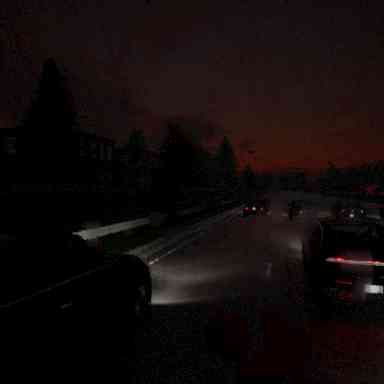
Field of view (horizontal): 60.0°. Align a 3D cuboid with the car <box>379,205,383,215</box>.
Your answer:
[{"bbox_3d":[15.328,1.201,24.275,2.097,1.767,4.553,0,0,15],"label":"car"}]

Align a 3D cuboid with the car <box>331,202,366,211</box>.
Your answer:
[{"bbox_3d":[12.316,1.424,26.560,1.895,1.301,4.718,0,0,15],"label":"car"}]

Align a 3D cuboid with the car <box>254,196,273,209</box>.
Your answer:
[{"bbox_3d":[8.842,1.266,40.932,1.994,1.385,4.181,0,1,16],"label":"car"}]

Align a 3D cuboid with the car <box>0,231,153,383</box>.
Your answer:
[{"bbox_3d":[-2.193,1.308,4.491,2.097,1.767,4.553,0,0,15],"label":"car"}]

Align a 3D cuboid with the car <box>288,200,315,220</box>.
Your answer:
[{"bbox_3d":[8.470,1.345,25.732,1.812,1.442,4.674,0,0,15],"label":"car"}]

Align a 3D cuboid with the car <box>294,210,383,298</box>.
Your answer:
[{"bbox_3d":[3.751,1.436,8.052,2.128,1.511,4.902,0,0,15],"label":"car"}]

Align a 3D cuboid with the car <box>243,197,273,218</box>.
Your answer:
[{"bbox_3d":[5.479,1.340,28.216,2.033,1.411,5.357,0,0,15],"label":"car"}]
